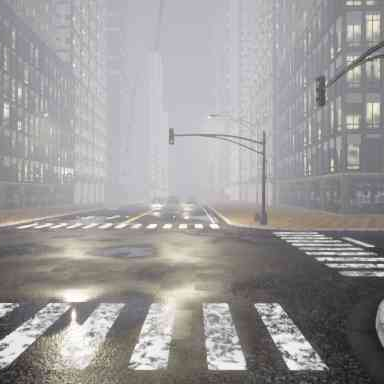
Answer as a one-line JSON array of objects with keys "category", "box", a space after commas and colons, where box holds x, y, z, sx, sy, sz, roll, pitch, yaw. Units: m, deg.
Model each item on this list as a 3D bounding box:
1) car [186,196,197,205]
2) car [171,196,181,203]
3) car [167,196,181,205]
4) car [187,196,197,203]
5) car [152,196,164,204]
[{"category": "car", "box": [-0.050, 1.703, 60.497, 1.895, 1.301, 4.718, 0, 0, 0]}, {"category": "car", "box": [-3.309, 1.565, 70.080, 1.895, 1.301, 4.718, 0, 0, 0]}, {"category": "car", "box": [-3.300, 1.453, 60.019, 2.097, 1.767, 4.553, 0, 0, 0]}, {"category": "car", "box": [-0.059, 1.540, 70.469, 1.994, 1.385, 4.181, 0, 0, 0]}, {"category": "car", "box": [-6.554, 1.607, 64.214, 2.128, 1.511, 4.902, 0, 0, 0]}]
